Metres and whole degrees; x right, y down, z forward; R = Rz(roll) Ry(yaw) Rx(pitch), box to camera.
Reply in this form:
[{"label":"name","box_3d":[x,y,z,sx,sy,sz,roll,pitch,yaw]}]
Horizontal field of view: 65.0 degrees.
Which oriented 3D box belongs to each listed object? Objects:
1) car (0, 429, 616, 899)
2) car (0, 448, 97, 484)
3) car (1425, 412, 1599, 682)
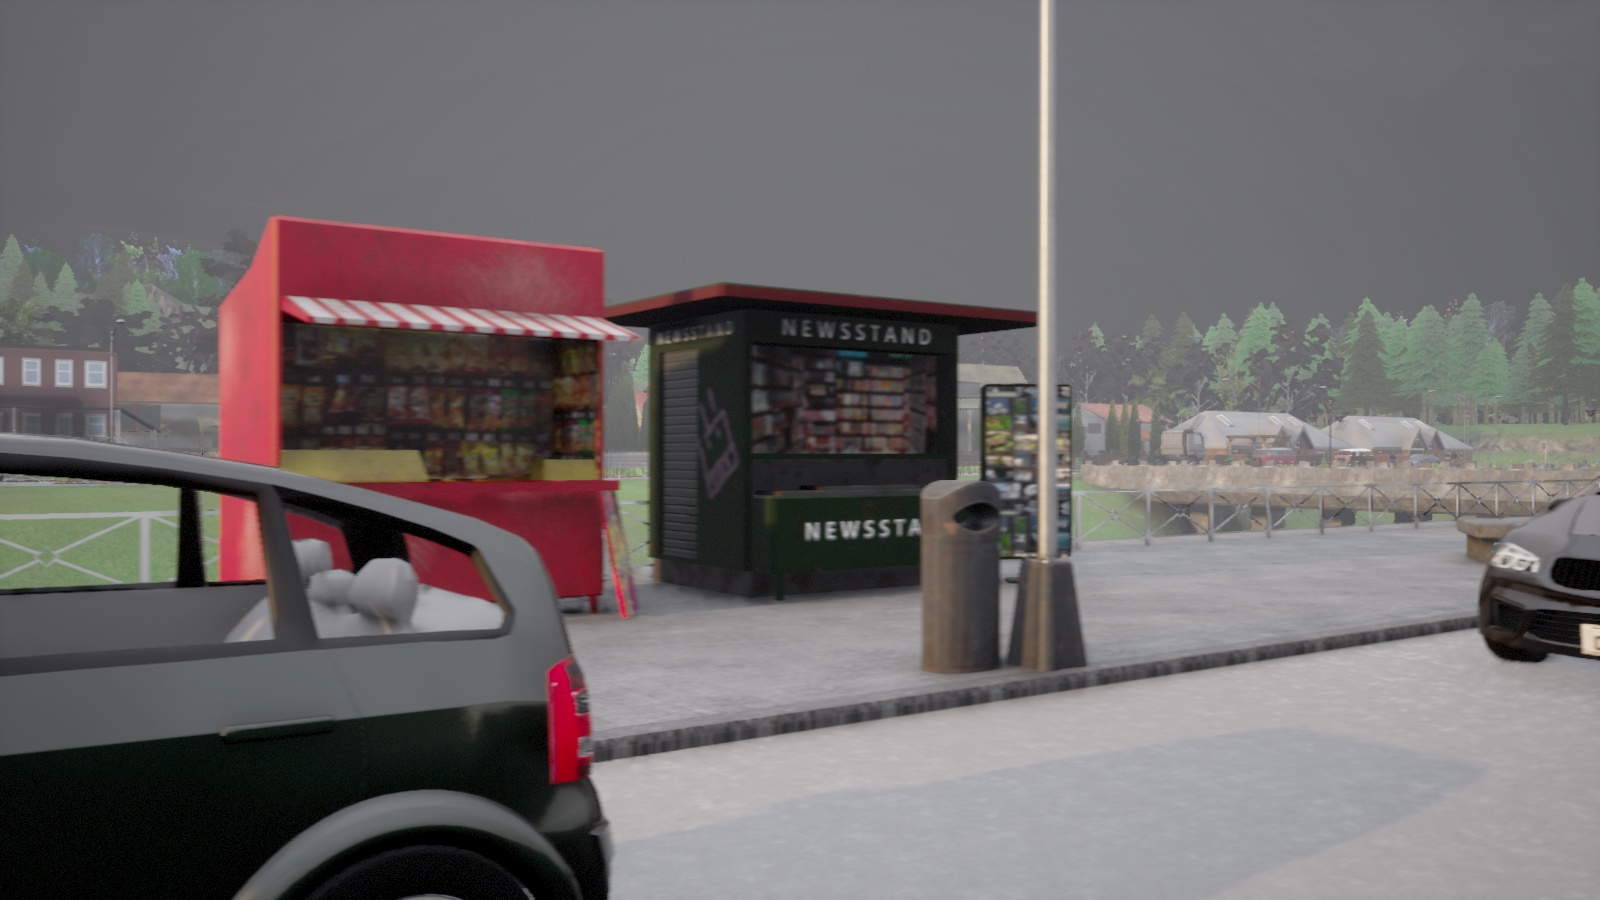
[{"label":"car","box_3d":[-2.452,0.737,2.532,3.705,1.549,1.789,0,0,-34]},{"label":"car","box_3d":[-36.135,0.746,59.179,5.027,1.651,2.152,0,0,-35]},{"label":"car","box_3d":[6.838,0.597,9.048,4.611,1.667,2.242,0,0,-35]}]
